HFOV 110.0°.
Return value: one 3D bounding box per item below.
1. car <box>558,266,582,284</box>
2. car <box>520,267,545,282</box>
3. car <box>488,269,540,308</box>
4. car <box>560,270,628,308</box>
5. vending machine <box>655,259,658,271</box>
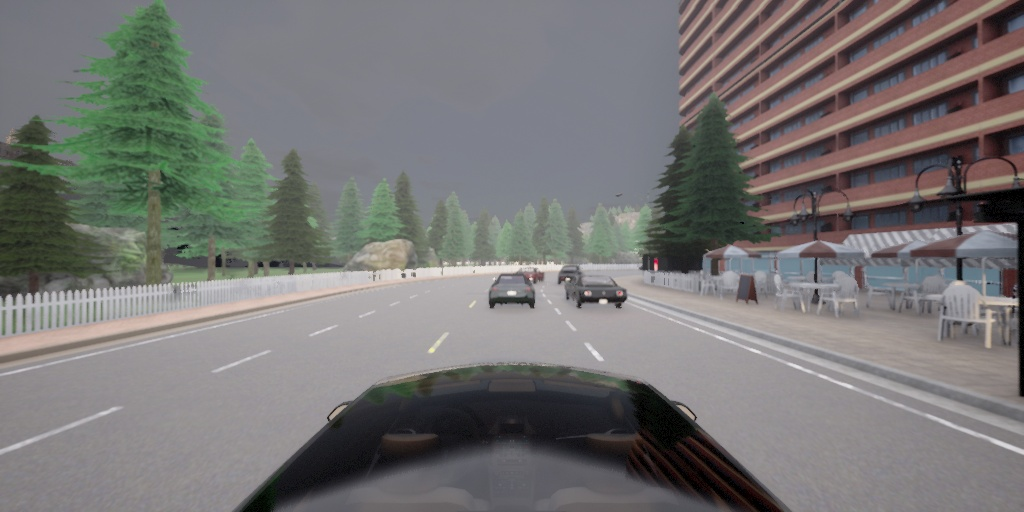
[{"bbox_3d":[4.970,1.519,29.572,1.837,1.490,4.892,0,0,17],"label":"car"},{"bbox_3d":[1.529,1.619,30.333,1.895,1.301,4.718,0,-1,16],"label":"car"},{"bbox_3d":[0.022,1.449,16.123,1.994,1.385,4.181,0,0,1],"label":"car"},{"bbox_3d":[3.514,1.484,15.957,1.895,1.301,4.718,0,0,0],"label":"car"},{"bbox_3d":[15.871,1.300,39.593,1.100,2.100,0.880,0,0,41],"label":"vending machine"}]
